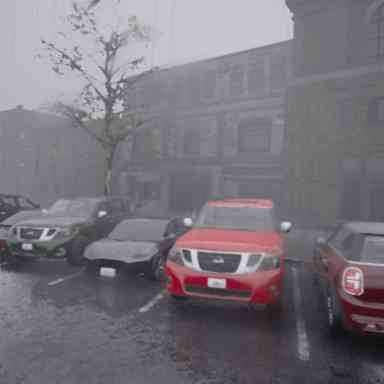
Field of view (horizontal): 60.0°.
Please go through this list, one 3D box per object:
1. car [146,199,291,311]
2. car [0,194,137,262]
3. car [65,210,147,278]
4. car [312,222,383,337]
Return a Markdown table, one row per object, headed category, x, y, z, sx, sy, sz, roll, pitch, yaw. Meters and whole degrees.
| category | x | y | z | sx | sy | sz | roll | pitch | yaw |
| --- | --- | --- | --- | --- | --- | --- | --- | --- | --- |
| car | 1.160 | 1.210 | 8.247 | 2.435 | 2.045 | 5.566 | 1 | 0 | 16 |
| car | -3.736 | 1.171 | 11.739 | 2.435 | 2.045 | 5.566 | 1 | 0 | 15 |
| car | -1.294 | 1.471 | 9.992 | 2.163 | 1.488 | 4.792 | 1 | 0 | 16 |
| car | 3.591 | 1.355 | 6.496 | 2.185 | 1.767 | 4.553 | 0 | -1 | 16 |
